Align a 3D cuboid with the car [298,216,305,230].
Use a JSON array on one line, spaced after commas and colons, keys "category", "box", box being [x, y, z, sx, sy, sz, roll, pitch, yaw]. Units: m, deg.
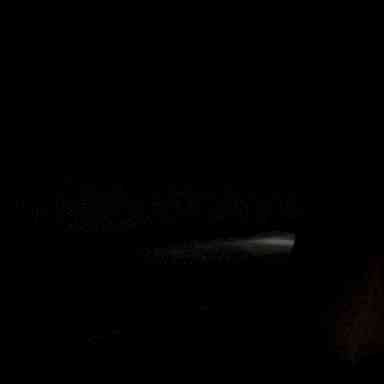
[{"category": "car", "box": [7.804, 1.484, 18.153, 4.902, 1.511, 2.128, 0, 0, -35]}]
